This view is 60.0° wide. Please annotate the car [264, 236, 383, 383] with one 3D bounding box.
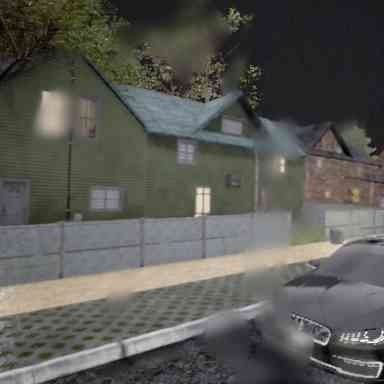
[{"bbox_3d":[3.264,1.539,5.399,4.892,1.490,1.837,1,0,-35],"label":"car"}]
